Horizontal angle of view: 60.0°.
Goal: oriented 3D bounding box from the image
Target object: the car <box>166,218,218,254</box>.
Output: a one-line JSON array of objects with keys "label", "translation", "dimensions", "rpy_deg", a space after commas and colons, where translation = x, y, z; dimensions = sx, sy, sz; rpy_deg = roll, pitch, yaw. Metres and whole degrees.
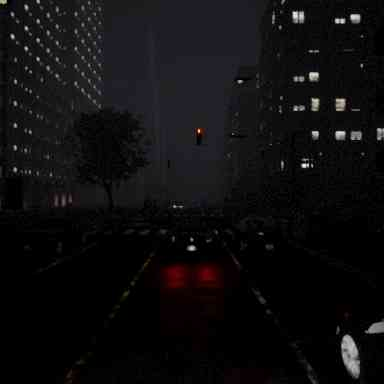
[{"label": "car", "translation": [-0.001, 1.735, 14.087], "dimensions": [1.895, 1.301, 4.718], "rpy_deg": [0, -1, 0]}]

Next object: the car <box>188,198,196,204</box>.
[{"label": "car", "translation": [-0.014, 2.211, 85.828], "dimensions": [1.882, 1.535, 5.008], "rpy_deg": [0, -1, 0]}]

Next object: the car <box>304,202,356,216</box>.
[{"label": "car", "translation": [13.420, 1.662, 33.107], "dimensions": [4.403, 1.369, 2.008], "rpy_deg": [-1, 0, -1]}]

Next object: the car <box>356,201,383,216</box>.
[{"label": "car", "translation": [18.817, 1.562, 33.164], "dimensions": [4.829, 1.417, 1.752], "rpy_deg": [-1, 0, -1]}]

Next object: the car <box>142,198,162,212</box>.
[{"label": "car", "translation": [-5.700, 1.772, 46.086], "dimensions": [2.192, 1.841, 5.009], "rpy_deg": [0, -1, 0]}]

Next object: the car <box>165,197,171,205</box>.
[{"label": "car", "translation": [-5.706, 2.375, 79.219], "dimensions": [1.947, 1.339, 4.313], "rpy_deg": [0, -1, 0]}]

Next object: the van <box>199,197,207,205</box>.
[{"label": "van", "translation": [2.675, 2.150, 79.223], "dimensions": [1.690, 1.788, 3.998], "rpy_deg": [0, -1, 0]}]

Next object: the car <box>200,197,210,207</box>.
[{"label": "car", "translation": [2.677, 2.254, 68.175], "dimensions": [1.947, 1.339, 4.313], "rpy_deg": [0, -1, 0]}]

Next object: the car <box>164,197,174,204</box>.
[{"label": "car", "translation": [-5.707, 2.186, 84.744], "dimensions": [2.192, 1.841, 5.009], "rpy_deg": [0, -1, 0]}]

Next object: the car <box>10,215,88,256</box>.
[{"label": "car", "translation": [-5.694, 1.676, 13.697], "dimensions": [1.887, 1.381, 4.507], "rpy_deg": [0, -1, 0]}]

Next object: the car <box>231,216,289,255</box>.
[{"label": "car", "translation": [2.687, 1.681, 13.698], "dimensions": [2.008, 1.369, 4.403], "rpy_deg": [0, -1, 0]}]

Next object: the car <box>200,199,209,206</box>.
[{"label": "car", "translation": [2.676, 2.275, 73.868], "dimensions": [1.752, 1.417, 4.829], "rpy_deg": [0, -1, 0]}]

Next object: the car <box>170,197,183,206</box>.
[{"label": "car", "translation": [-3.012, 2.281, 71.889], "dimensions": [1.994, 1.385, 4.181], "rpy_deg": [0, -1, 0]}]

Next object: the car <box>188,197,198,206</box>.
[{"label": "car", "translation": [-0.014, 2.317, 73.768], "dimensions": [1.895, 1.301, 4.718], "rpy_deg": [0, -1, 0]}]

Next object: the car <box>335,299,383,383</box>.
[{"label": "car", "translation": [2.689, 1.576, 2.633], "dimensions": [2.008, 1.369, 4.403], "rpy_deg": [0, -1, 0]}]
